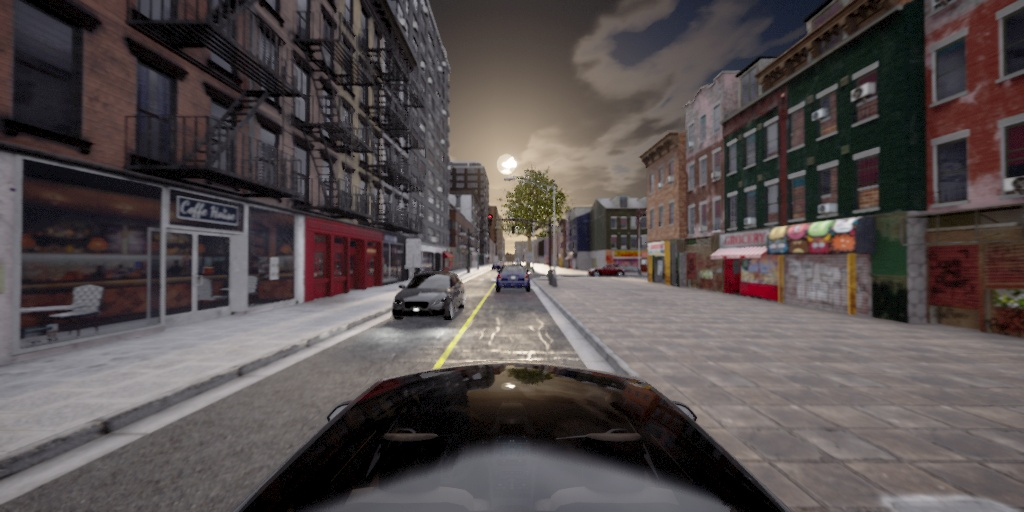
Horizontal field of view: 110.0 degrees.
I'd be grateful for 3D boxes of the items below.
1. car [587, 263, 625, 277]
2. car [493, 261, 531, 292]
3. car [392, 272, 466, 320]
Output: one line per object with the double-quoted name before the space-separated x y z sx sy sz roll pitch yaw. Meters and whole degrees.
"car" 10.920 1.619 41.940 4.097 1.591 1.967 0 0 0
"car" 0.073 1.289 23.038 2.097 1.767 4.553 0 -1 0
"car" -2.843 1.353 13.114 1.837 1.490 4.892 0 0 0
